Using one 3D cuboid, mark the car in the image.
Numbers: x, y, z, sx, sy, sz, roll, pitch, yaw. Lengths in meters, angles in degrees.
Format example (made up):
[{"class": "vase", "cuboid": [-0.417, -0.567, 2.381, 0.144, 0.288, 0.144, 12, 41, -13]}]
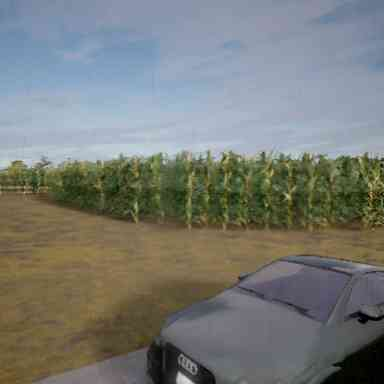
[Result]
[{"class": "car", "cuboid": [1.565, 1.560, 4.181, 4.181, 1.385, 1.994, 0, 0, -35]}]
